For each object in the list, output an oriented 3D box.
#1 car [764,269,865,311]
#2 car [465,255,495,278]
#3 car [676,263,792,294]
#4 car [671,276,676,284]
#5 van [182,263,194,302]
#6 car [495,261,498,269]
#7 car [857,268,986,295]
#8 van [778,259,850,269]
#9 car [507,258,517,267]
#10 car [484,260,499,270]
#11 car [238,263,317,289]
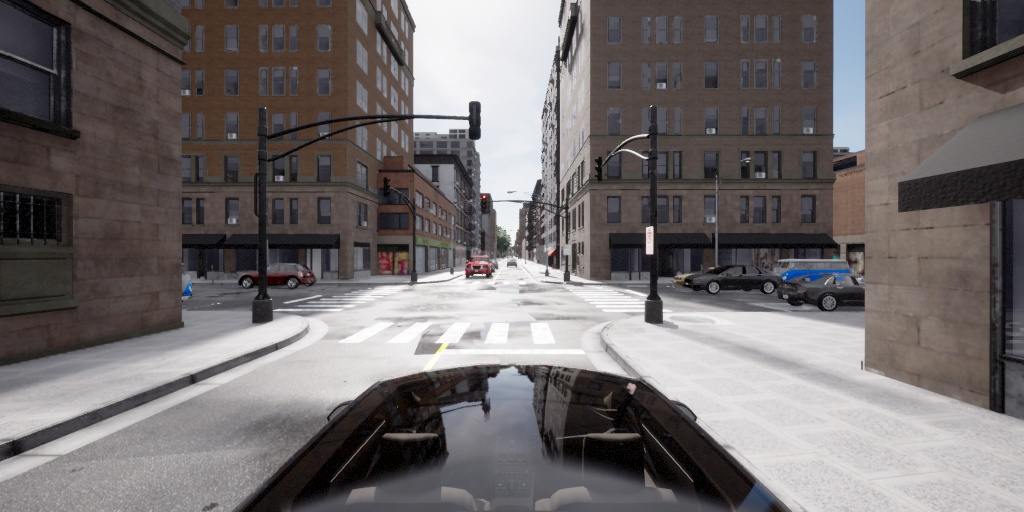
[{"bbox_3d":[12.520,1.305,13.519,4.403,1.370,2.007,0,0,1],"label":"car"},{"bbox_3d":[-3.102,0.962,34.259,2.150,2.045,5.566,0,0,0],"label":"car"},{"bbox_3d":[11.926,1.248,19.494,4.892,1.490,1.837,0,0,-1],"label":"car"},{"bbox_3d":[12.419,1.264,22.046,4.829,1.417,1.751,0,0,1],"label":"car"},{"bbox_3d":[-14.675,1.090,13.798,3.998,1.789,1.690,0,0,1],"label":"van"},{"bbox_3d":[-3.106,1.259,44.096,1.812,1.442,4.674,0,0,0],"label":"car"},{"bbox_3d":[21.959,1.345,19.378,4.718,1.301,1.895,0,0,1],"label":"car"},{"bbox_3d":[18.258,1.080,21.986,3.998,1.789,1.690,0,0,1],"label":"van"},{"bbox_3d":[-0.008,1.260,63.799,2.033,1.411,5.357,0,0,0],"label":"car"},{"bbox_3d":[-3.092,1.288,54.089,1.994,1.385,4.181,0,0,1],"label":"car"},{"bbox_3d":[-14.605,1.172,22.323,4.097,1.591,1.967,0,0,1],"label":"car"}]
